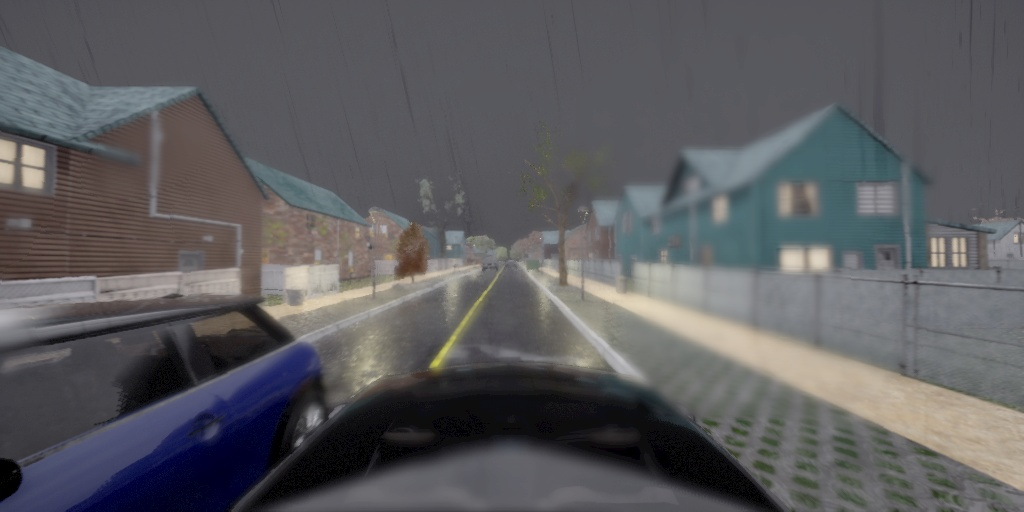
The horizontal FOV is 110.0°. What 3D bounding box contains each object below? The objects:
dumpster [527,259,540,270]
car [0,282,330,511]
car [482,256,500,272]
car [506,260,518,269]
[{"bbox_3d":[3.017,1.262,50.002,1.020,1.700,1.940,0,0,0],"label":"dumpster"},{"bbox_3d":[-2.847,1.103,1.649,2.097,1.767,4.553,0,0,0],"label":"car"},{"bbox_3d":[-2.821,1.085,49.583,2.150,2.045,5.566,0,0,0],"label":"car"},{"bbox_3d":[0.011,1.430,59.060,1.812,1.442,4.674,0,0,0],"label":"car"}]
